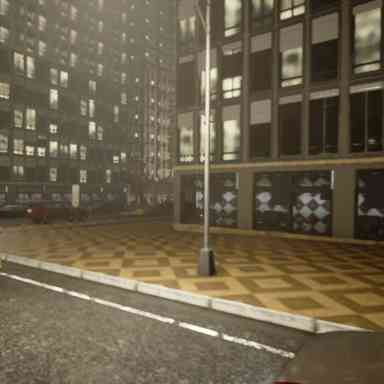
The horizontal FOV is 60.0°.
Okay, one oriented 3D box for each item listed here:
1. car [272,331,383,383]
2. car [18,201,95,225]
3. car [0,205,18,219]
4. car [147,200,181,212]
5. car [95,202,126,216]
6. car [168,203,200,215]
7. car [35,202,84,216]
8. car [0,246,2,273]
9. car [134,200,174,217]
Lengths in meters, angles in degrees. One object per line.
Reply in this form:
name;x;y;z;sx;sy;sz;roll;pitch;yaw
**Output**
car;3.006;1.539;1.542;5.357;1.411;2.033;0;0;35
car;-10.981;1.649;27.295;2.192;1.841;5.009;0;0;36
car;-16.339;1.862;29.779;1.895;1.301;4.718;1;0;37
car;-3.861;1.933;46.640;2.128;1.511;4.902;1;0;37
car;-10.052;1.900;38.290;2.033;1.411;5.357;1;0;36
car;-0.926;2.063;40.901;1.802;1.307;4.206;0;0;36
car;-14.473;1.816;36.672;1.752;1.417;4.829;0;0;36
car;-6.853;1.526;8.570;5.008;1.535;1.882;0;0;35
car;-4.177;1.959;36.502;1.752;1.417;4.829;0;0;36
